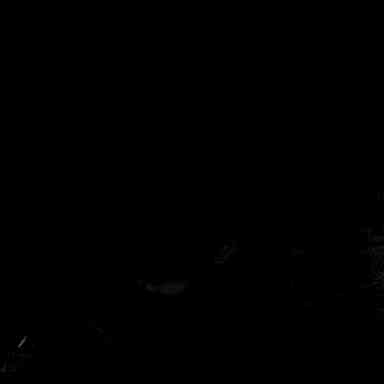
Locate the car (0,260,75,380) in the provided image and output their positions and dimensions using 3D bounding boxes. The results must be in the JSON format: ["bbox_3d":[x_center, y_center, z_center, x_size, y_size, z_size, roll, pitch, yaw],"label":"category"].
[{"bbox_3d":[-3.648,1.560,3.933,4.313,1.339,1.947,0,0,-35],"label":"car"}]

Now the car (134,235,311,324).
[{"bbox_3d":[0.832,1.612,7.126,4.206,1.307,1.802,0,0,-35],"label":"car"}]
